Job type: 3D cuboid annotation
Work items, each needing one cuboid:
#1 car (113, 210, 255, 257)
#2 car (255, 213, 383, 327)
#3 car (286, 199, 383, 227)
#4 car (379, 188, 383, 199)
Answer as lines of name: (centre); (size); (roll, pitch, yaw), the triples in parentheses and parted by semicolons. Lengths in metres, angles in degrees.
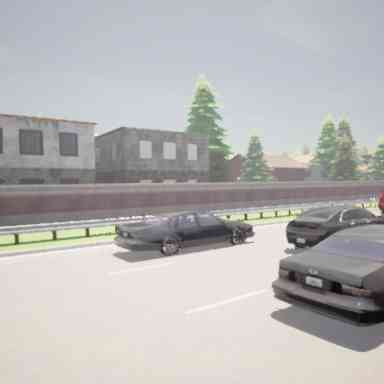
car: (-0.120, 1.369, 12.301); (5.357, 1.411, 2.033); (-2, 1, -35)
car: (3.942, 1.369, 6.599); (5.357, 1.411, 2.033); (-2, 1, -35)
car: (5.422, 1.217, 11.932); (4.892, 1.490, 1.837); (-2, 1, -35)
car: (15.227, 0.557, 23.222); (5.566, 2.045, 2.150); (-2, 1, -35)
